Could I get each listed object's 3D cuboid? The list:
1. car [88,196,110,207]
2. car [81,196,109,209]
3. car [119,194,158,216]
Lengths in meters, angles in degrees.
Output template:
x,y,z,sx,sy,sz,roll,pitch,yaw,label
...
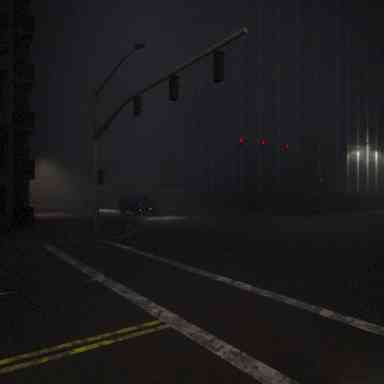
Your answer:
x,y,z,sx,sy,sz,roll,pitch,yaw,label
-15.039,1.478,53.628,1.882,1.535,5.008,0,0,-35,car
-13.582,1.493,45.170,2.128,1.511,4.902,0,0,-35,car
-5.502,1.221,33.570,2.150,2.045,5.566,0,0,-35,car
